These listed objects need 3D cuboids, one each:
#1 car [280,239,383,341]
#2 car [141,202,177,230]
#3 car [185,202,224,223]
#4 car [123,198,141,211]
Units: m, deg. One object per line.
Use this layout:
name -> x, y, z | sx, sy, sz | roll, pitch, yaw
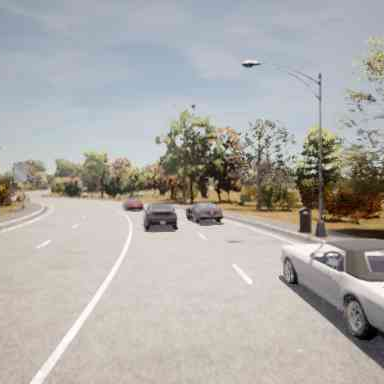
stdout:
car -> 3.273, 1.563, 6.416 | 1.895, 1.301, 4.718 | 0, 0, -3
car -> -2.040, 1.420, 20.718 | 1.837, 1.490, 4.892 | 0, 0, -10
car -> 0.795, 1.440, 24.578 | 2.033, 1.411, 5.357 | 0, 0, -12
car -> -6.856, 1.413, 38.550 | 1.994, 1.385, 4.181 | 0, 0, -19
